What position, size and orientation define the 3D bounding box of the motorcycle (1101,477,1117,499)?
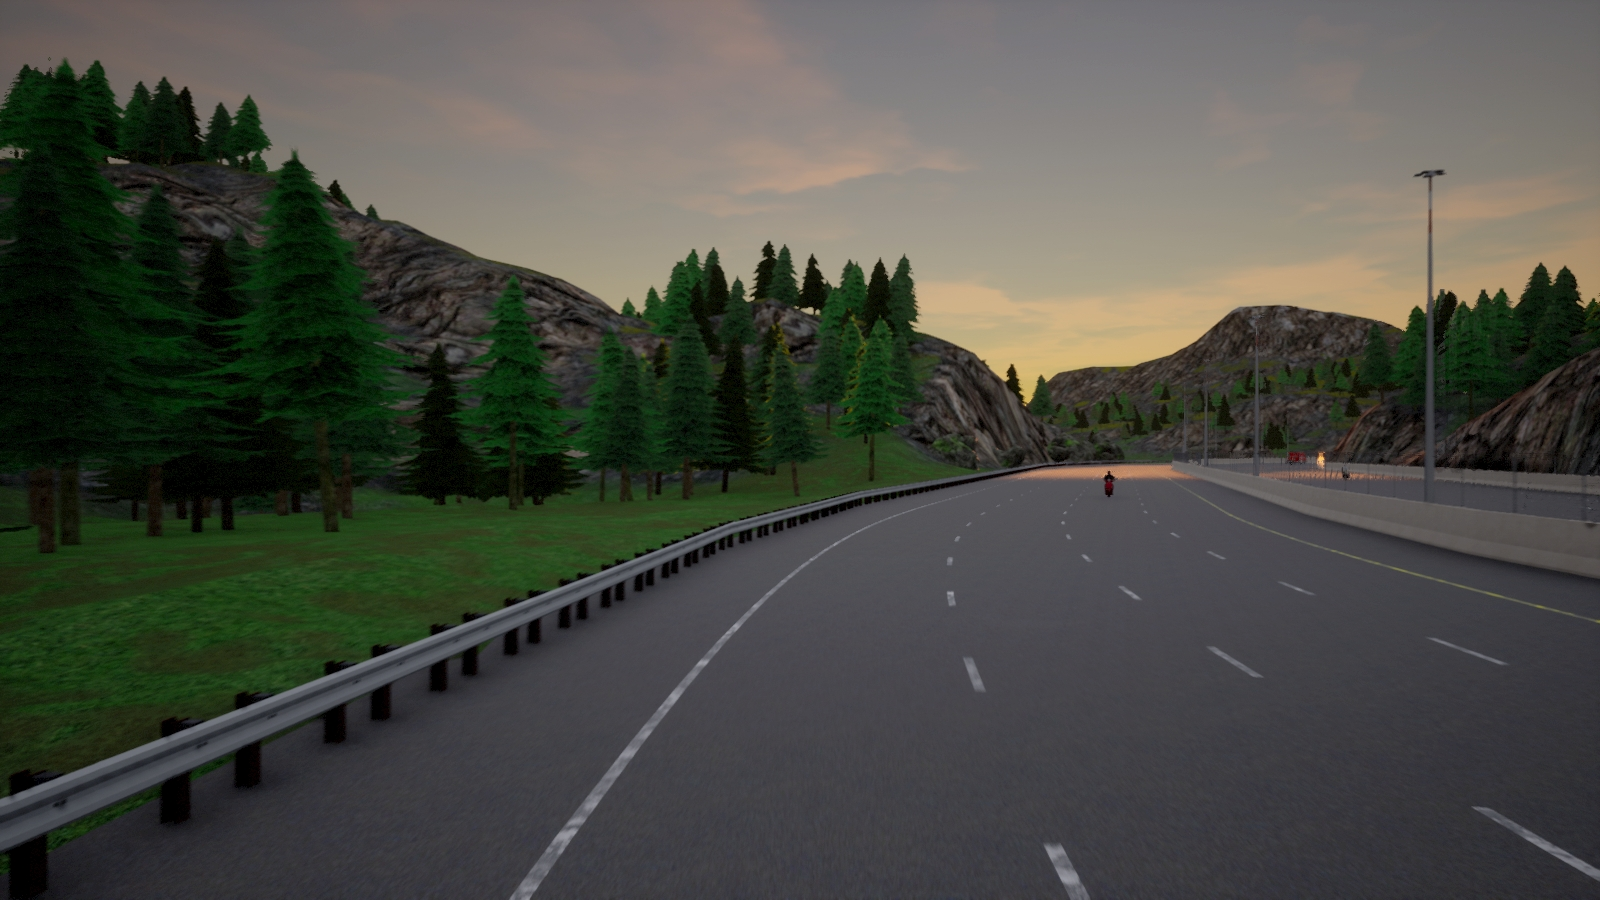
[{"bbox_3d":[18.138,2.203,67.048,0.856,1.236,1.805,0,0,16],"label":"motorcycle"}]
